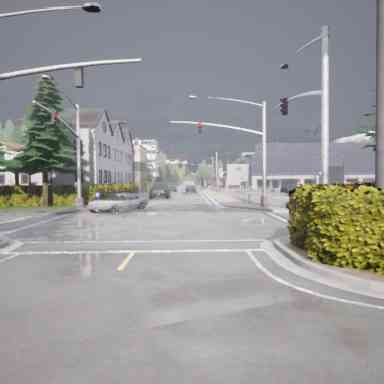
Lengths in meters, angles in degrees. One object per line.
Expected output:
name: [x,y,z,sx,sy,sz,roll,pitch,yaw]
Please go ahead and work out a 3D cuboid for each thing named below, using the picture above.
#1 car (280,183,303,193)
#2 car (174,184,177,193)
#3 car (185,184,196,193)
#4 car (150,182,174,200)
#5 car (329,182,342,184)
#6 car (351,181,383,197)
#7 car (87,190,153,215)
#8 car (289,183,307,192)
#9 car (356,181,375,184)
car: [15.212,-0.535,52.107,2.007,1.523,4.514,-1,2,-1]
car: [-3.758,-0.669,62.408,1.837,1.490,4.892,-1,2,0]
car: [-0.234,-0.596,58.710,2.128,1.511,4.902,-1,2,0]
car: [-3.767,-0.179,39.893,2.150,2.045,5.566,-1,2,0]
car: [25.242,-1.043,59.531,2.152,1.636,5.027,-1,2,-1]
car: [22.215,-0.467,42.137,1.932,1.855,4.605,-1,2,-1]
car: [-5.169,0.793,23.787,1.895,1.301,4.718,1,3,28]
car: [18.828,-0.883,59.172,1.970,1.475,3.806,-1,2,-1]
car: [18.979,-0.180,34.253,1.905,1.878,3.866,-1,2,-1]
